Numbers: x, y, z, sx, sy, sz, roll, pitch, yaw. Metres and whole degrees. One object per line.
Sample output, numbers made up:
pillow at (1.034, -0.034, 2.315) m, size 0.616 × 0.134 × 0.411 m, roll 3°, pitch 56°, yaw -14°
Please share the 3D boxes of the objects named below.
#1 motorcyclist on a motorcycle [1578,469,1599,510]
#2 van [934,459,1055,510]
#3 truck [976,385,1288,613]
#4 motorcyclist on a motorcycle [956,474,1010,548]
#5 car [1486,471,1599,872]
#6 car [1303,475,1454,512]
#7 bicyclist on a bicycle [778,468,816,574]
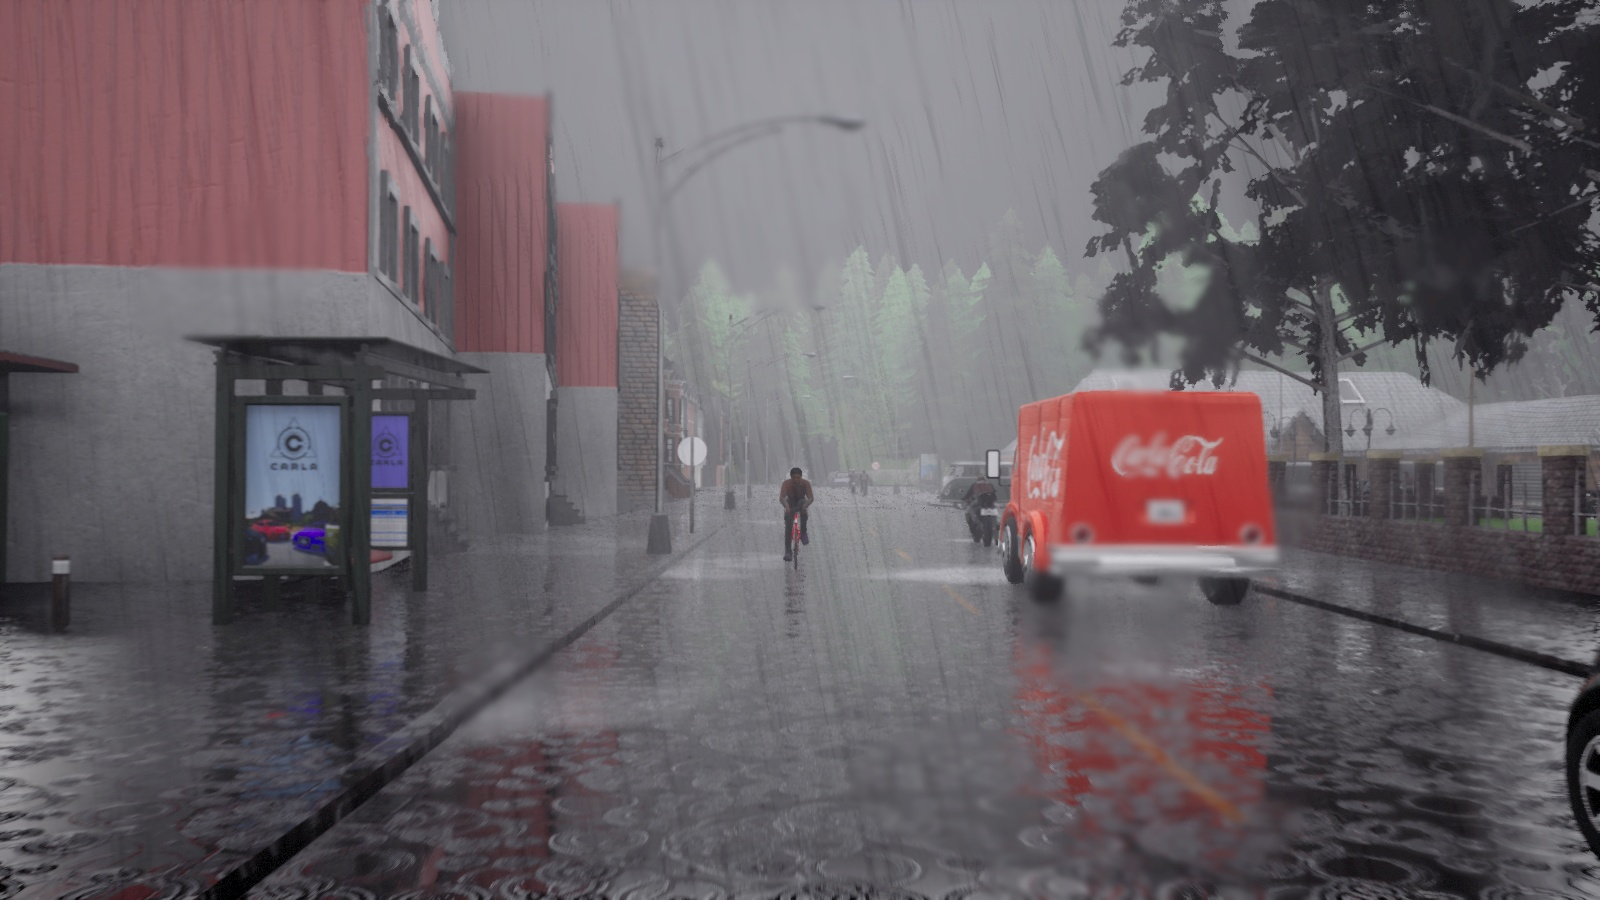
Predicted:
motorcyclist on a motorcycle at (30.108, 1.452, 46.535) m, size 2.044 × 1.523 × 0.797 m, roll 0°, pitch -1°, yaw -2°
van at (7.748, 1.374, 50.224) m, size 4.442 × 1.987 × 1.775 m, roll 0°, pitch -1°, yaw -7°
truck at (3.959, 0.580, 16.213) m, size 2.627 × 2.467 × 5.204 m, roll 0°, pitch -1°, yaw 0°
motorcyclist on a motorcycle at (3.932, 1.286, 27.147) m, size 0.866 × 1.530 × 2.191 m, roll 0°, pitch -1°, yaw 0°
car at (3.990, 0.840, 3.795) m, size 1.789 × 1.549 × 3.705 m, roll 0°, pitch -1°, yaw 0°
car at (21.390, 1.605, 46.514) m, size 4.718 × 1.301 × 1.895 m, roll 0°, pitch -1°, yaw -2°
bicyclist on a bicycle at (-0.054, 1.104, 20.152) m, size 0.582 × 1.620 × 1.656 m, roll 0°, pitch -1°, yaw 0°
